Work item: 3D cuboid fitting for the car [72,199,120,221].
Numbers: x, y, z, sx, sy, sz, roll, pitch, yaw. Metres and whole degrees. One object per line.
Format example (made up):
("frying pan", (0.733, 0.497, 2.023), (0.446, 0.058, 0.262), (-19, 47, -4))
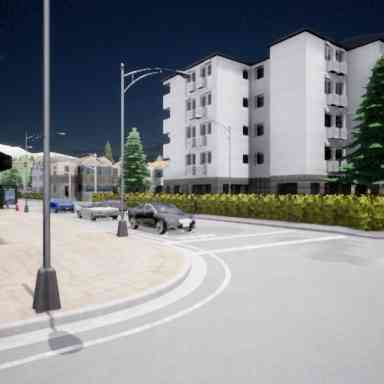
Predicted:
("car", (-7.261, 1.423, 25.322), (1.895, 1.301, 4.718), (0, 0, -36))

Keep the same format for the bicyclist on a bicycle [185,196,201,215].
("bicyclist on a bicycle", (0.113, 1.121, 27.924), (1.656, 1.620, 0.582), (0, 0, -36))

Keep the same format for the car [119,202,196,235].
("car", (-1.733, 1.313, 17.809), (2.128, 1.511, 4.902), (0, 0, -36))

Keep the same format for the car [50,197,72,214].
("car", (-13.292, 1.300, 33.543), (1.882, 1.535, 5.008), (0, 0, -36))
